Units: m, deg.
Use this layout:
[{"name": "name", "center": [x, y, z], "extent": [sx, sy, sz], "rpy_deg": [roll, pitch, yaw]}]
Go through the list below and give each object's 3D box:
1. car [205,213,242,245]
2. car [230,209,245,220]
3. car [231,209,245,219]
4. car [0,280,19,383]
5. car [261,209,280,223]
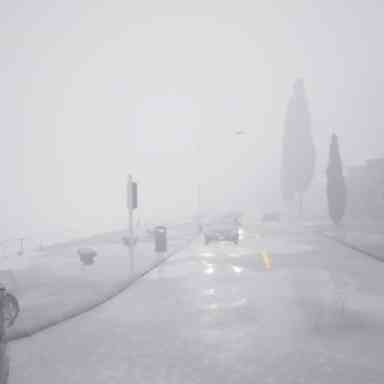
[{"name": "car", "center": [1.871, 2.219, 19.744], "extent": [1.812, 1.442, 4.674], "rpy_deg": [-2, -2, 9]}, {"name": "car", "center": [6.656, 3.215, 48.693], "extent": [1.994, 1.385, 4.181], "rpy_deg": [-2, -2, 9]}, {"name": "car", "center": [4.022, 2.723, 33.055], "extent": [1.895, 1.301, 4.718], "rpy_deg": [-2, -2, 9]}, {"name": "car", "center": [-3.303, 1.770, 4.105], "extent": [2.033, 1.411, 5.357], "rpy_deg": [-1, 0, -30]}, {"name": "car", "center": [8.825, 2.669, 37.627], "extent": [1.812, 1.442, 4.674], "rpy_deg": [-2, -2, 10]}]
